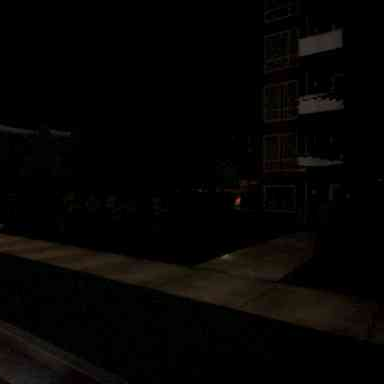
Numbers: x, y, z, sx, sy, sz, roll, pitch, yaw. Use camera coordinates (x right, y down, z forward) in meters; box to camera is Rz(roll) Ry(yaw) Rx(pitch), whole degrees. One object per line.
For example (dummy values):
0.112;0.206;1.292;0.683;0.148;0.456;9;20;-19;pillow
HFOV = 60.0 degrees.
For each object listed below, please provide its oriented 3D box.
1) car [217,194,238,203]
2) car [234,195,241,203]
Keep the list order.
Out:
6.479;1.134;60.130;1.812;1.442;4.674;1;1;36;car
9.312;1.133;58.075;1.882;1.535;5.008;1;1;36;car
